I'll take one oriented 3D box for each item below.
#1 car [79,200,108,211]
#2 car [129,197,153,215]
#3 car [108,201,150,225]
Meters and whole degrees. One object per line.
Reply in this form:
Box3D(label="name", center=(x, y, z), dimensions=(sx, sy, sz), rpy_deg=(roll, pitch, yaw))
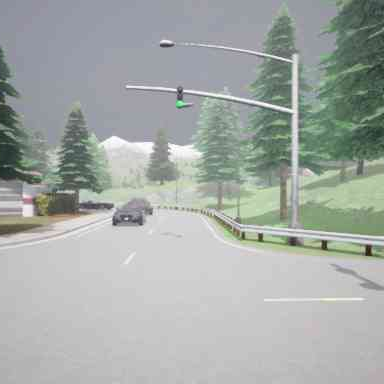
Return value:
Box3D(label="car", center=(-12.023, 1.591, 40.962), dimensions=(4.718, 1.301, 1.895), rpy_deg=(0, 0, 13))
Box3D(label="car", center=(-5.336, 1.340, 33.321), dimensions=(2.097, 1.767, 4.553), rpy_deg=(0, 0, -20))
Box3D(label="car", center=(-4.359, 1.555, 23.544), dimensions=(1.994, 1.385, 4.181), rpy_deg=(0, 0, -3))
